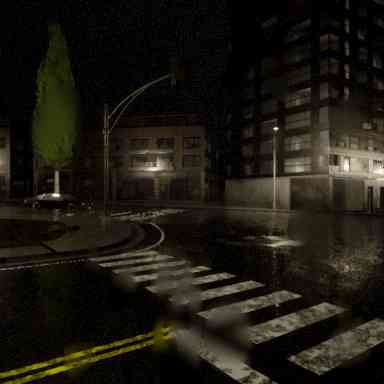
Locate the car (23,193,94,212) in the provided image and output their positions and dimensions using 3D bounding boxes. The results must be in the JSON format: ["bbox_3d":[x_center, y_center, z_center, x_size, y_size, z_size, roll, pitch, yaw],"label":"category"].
[{"bbox_3d":[-10.534,0.787,26.305,5.357,1.411,2.033,1,0,11],"label":"car"}]
